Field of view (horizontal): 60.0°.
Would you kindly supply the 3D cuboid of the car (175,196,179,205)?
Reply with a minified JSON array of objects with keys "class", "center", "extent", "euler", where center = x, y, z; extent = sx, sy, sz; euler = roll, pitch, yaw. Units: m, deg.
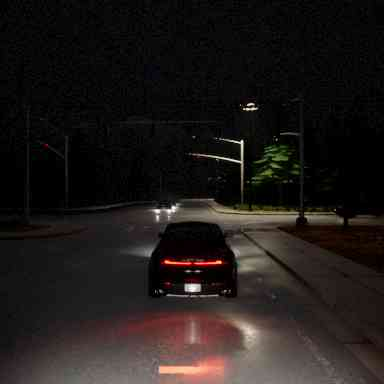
[{"class":"car","center":[-3.685,1.601,55.394],"extent":[1.895,1.301,4.718],"euler":[0,0,0]}]

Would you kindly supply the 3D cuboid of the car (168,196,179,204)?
[{"class":"car","center":[-3.556,1.505,65.830],"extent":[1.837,1.490,4.892],"euler":[0,0,1]}]

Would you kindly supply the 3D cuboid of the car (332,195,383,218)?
[{"class":"car","center":[15.541,1.248,29.668],"extent":[5.566,2.045,2.150],"euler":[0,0,1]}]

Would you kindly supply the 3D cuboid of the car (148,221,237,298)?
[{"class":"car","center":[0.031,1.501,8.519],"extent":[1.837,1.490,4.892],"euler":[0,0,0]}]

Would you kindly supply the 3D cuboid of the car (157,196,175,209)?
[{"class":"car","center":[-3.685,1.505,45.144],"extent":[1.837,1.490,4.892],"euler":[0,0,0]}]
